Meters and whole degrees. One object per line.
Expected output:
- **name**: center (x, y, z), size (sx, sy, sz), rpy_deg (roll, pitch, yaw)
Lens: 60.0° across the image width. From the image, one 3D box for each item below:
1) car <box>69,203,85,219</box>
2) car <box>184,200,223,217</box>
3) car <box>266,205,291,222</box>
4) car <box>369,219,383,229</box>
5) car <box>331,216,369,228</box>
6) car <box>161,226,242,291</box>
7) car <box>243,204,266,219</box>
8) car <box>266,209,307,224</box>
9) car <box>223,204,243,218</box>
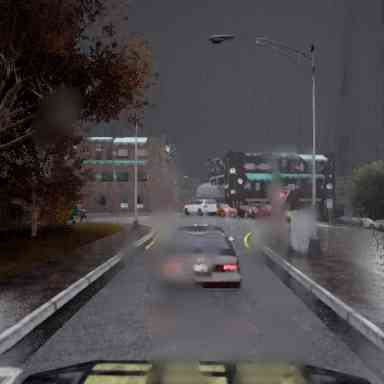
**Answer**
- **car**: center (-14.761, 2.268, 37.561), size (5.566, 2.045, 2.150), rpy_deg (-3, -2, 21)
- **car**: center (1.038, 1.998, 42.496), size (2.435, 2.045, 5.566), rpy_deg (1, -2, -31)
- **car**: center (9.855, 2.689, 44.322), size (2.435, 2.045, 5.566), rpy_deg (7, -3, -31)
- **car**: center (24.577, 4.393, 47.216), size (2.002, 1.452, 4.674), rpy_deg (7, -3, -31)
- **car**: center (21.616, 4.109, 46.642), size (2.002, 1.452, 4.674), rpy_deg (6, -3, -31)
- **car**: center (0.244, 1.655, 9.296), size (2.033, 1.411, 5.357), rpy_deg (0, -1, 1)
- **car**: center (6.869, 2.528, 43.703), size (2.185, 1.767, 4.553), rpy_deg (6, -3, -32)
- **car**: center (12.673, 3.219, 45.082), size (1.946, 1.575, 5.366), rpy_deg (6, -3, -31)
- **car**: center (3.906, 2.283, 43.144), size (2.185, 1.767, 4.553), rpy_deg (4, -3, -32)
